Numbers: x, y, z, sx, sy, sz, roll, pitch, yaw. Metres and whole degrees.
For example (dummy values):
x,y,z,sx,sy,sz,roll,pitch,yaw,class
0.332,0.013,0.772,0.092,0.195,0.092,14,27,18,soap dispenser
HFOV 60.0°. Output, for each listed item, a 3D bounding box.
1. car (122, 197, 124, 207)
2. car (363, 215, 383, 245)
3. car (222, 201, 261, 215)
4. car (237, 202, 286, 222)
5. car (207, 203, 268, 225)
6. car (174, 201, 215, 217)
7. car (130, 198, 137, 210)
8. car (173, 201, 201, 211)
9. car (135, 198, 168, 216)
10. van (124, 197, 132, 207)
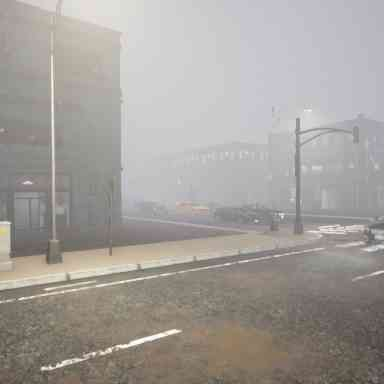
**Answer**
x,y,z,sx,sy,sz,roll,pitch,yaw,class
-13.619,1.939,65.381,2.192,1.841,5.009,-1,0,-35,car
9.254,1.490,14.268,4.902,1.511,2.128,0,0,-35,car
5.623,1.809,38.309,2.008,1.369,4.403,-2,0,-35,car
5.702,1.713,28.216,2.128,1.511,4.902,-1,0,-35,car
3.526,1.814,26.583,1.947,1.339,4.313,-1,0,-35,car
-0.095,1.814,36.381,1.882,1.535,5.008,-1,0,-36,car
-6.088,1.930,44.831,1.882,1.535,5.008,-1,0,-35,car
-0.788,1.965,47.333,1.802,1.307,4.206,-2,0,-35,car
-4.416,1.846,37.965,1.967,1.590,4.097,-1,0,-35,car
-10.412,1.906,60.869,1.690,1.788,3.998,-1,0,-35,van
